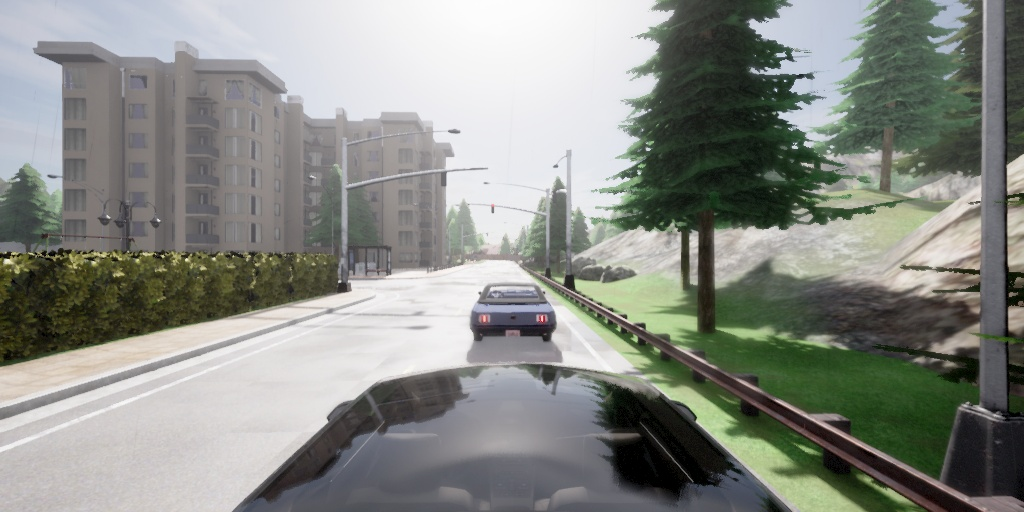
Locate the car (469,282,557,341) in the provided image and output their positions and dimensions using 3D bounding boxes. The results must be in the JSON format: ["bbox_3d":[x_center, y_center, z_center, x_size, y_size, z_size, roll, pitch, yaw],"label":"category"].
[{"bbox_3d":[-0.004,1.349,9.782,1.895,1.301,4.718,0,0,-1],"label":"car"}]
